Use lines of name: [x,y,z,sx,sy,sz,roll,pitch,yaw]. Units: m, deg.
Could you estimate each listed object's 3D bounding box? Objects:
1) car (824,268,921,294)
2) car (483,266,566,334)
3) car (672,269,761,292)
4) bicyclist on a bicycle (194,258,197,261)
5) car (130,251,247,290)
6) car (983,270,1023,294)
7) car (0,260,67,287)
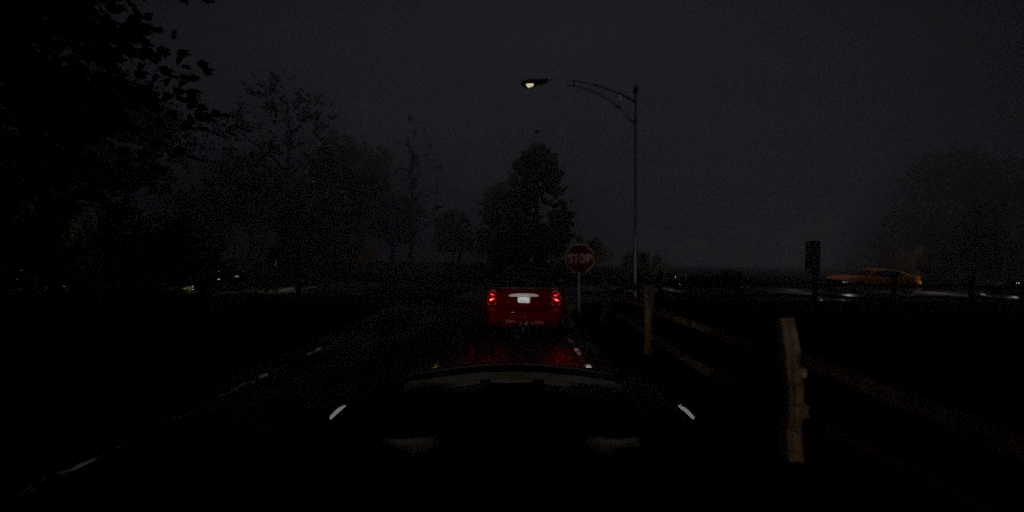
car: [22.717,1.508,22.699,5.008,1.535,1.882,1,1,0]
car: [0.448,1.086,10.826,2.097,1.767,4.553,0,0,4]
car: [12.817,1.490,22.713,4.718,1.301,1.895,1,1,0]
bicyclist on a bicycle: [-22.675,0.814,25.663,0.582,1.620,1.656,1,0,0]
car: [-17.837,0.731,19.693,5.566,2.045,2.150,1,1,0]
car: [33.058,1.670,22.683,4.902,1.511,2.128,1,1,0]
car: [-27.921,0.725,19.658,4.553,1.767,2.097,1,1,0]
